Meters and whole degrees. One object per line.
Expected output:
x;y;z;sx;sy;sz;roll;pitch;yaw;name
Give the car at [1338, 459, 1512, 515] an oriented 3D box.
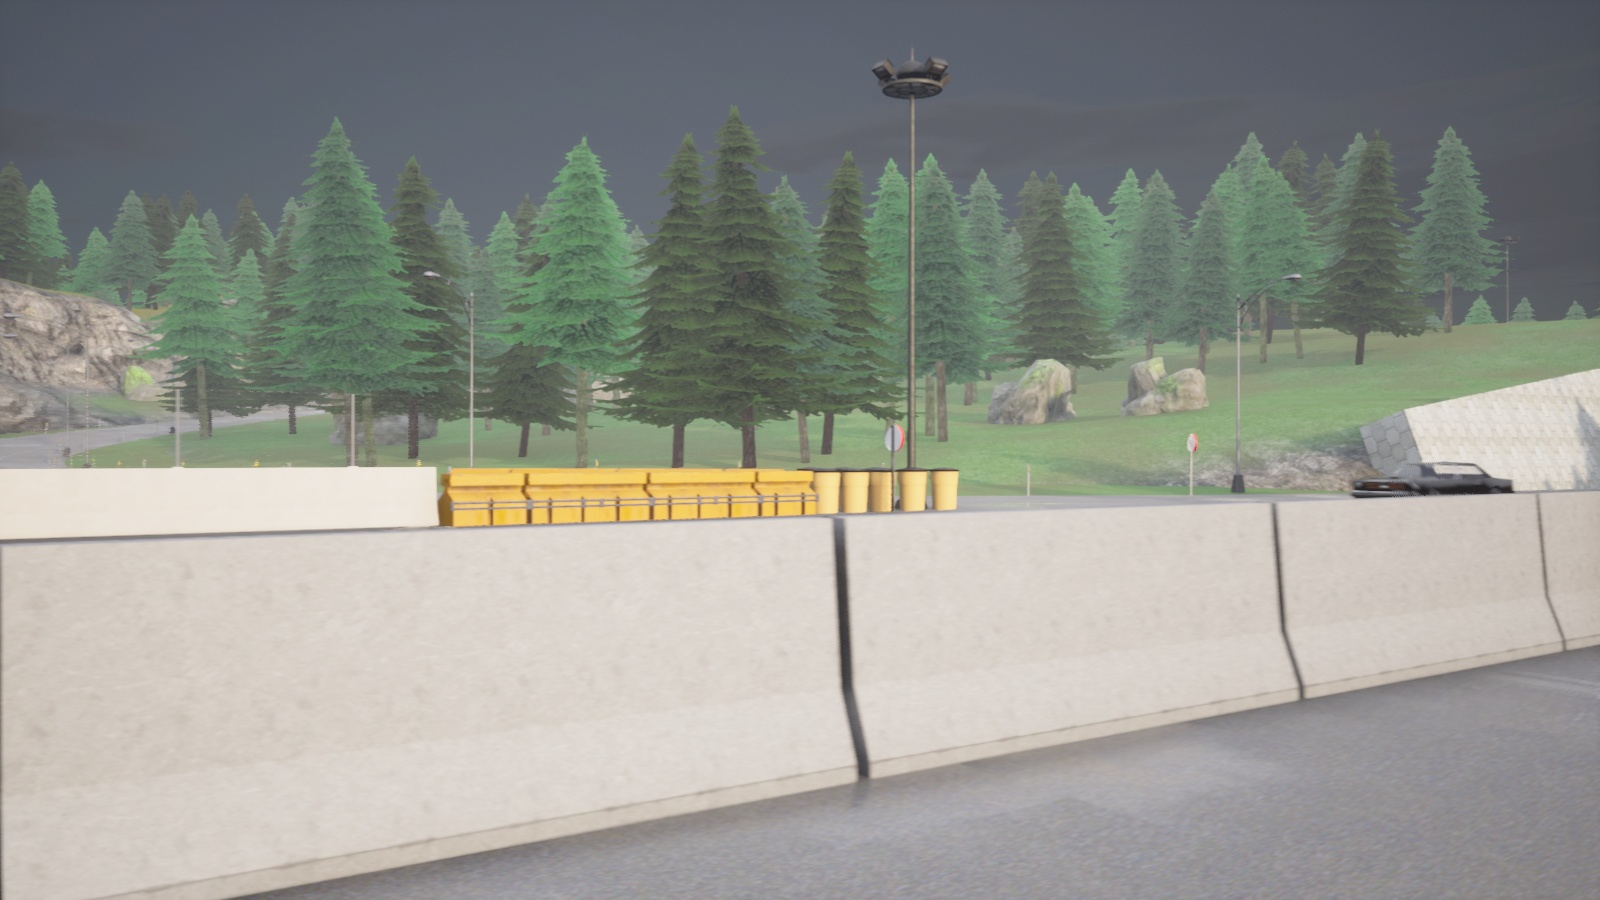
15.833;0.889;31.736;4.718;1.301;1.895;0;0;-35;car
